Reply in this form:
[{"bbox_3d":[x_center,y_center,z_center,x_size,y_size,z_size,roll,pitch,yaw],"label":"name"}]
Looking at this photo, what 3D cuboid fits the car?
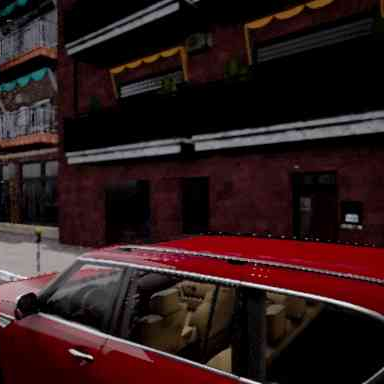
[{"bbox_3d":[-0.119,1.313,2.975,5.009,1.841,2.192,0,-1,36],"label":"car"}]
